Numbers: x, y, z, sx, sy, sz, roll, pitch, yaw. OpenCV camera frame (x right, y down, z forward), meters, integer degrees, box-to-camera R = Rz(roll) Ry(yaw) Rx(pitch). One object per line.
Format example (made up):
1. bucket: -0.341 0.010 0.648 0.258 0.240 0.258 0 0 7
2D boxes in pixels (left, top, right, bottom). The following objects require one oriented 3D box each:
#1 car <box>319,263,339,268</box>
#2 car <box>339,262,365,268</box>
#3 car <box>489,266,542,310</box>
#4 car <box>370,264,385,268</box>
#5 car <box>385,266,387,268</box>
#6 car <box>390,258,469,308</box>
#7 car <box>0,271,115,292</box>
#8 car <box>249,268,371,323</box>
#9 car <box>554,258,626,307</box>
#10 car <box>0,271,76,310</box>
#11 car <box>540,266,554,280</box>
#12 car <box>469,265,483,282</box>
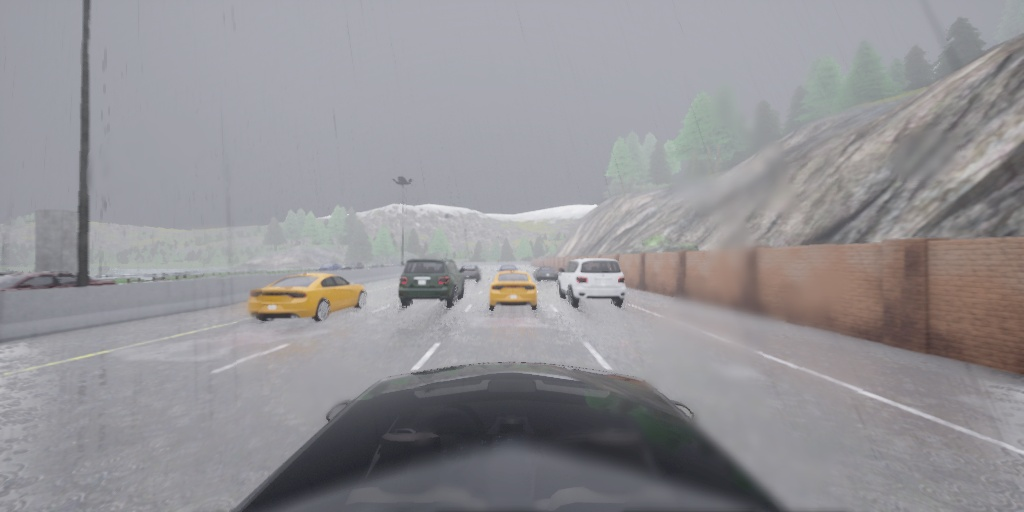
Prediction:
1. car: -29.051 1.838 57.454 1.882 1.535 5.008 0 -1 -1
2. car: -25.569 1.722 58.047 2.097 1.767 4.553 0 -1 -1
3. car: 0.025 1.381 15.696 1.882 1.535 5.008 0 -1 -1
4. car: -22.093 1.948 59.397 1.994 1.385 4.181 0 -1 -1
5. car: -18.583 1.875 58.575 1.837 1.490 4.892 0 -1 -1
6. car: -3.481 1.133 16.404 2.150 2.045 5.566 0 -1 -1
7. car: -17.633 1.352 12.976 1.882 1.535 5.008 0 -1 -1
8. car: -6.939 1.350 12.818 1.882 1.535 5.008 0 -1 -1
9. car: 3.514 1.136 16.653 2.150 2.045 5.566 0 -1 -1
10. car: -21.149 1.394 14.195 1.837 1.490 4.892 0 -1 -1
11. car: 3.142 1.668 33.965 1.994 1.385 4.181 0 -1 -1
12. car: -3.842 1.588 33.234 2.128 1.511 4.902 0 -1 -1
